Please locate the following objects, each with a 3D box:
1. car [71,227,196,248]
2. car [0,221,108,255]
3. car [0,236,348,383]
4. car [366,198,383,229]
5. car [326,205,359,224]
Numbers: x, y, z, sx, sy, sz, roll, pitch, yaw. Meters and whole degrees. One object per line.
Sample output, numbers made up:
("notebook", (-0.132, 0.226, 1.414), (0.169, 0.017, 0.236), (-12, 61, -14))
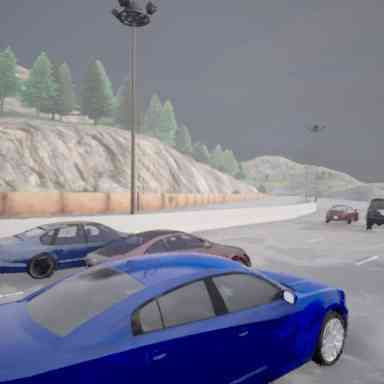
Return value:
("car", (-0.474, 1.620, 8.196), (4.181, 1.385, 1.994), (0, 0, -38))
("car", (-3.417, 1.608, 10.183), (5.357, 1.411, 2.033), (0, 0, -39))
("car", (0.006, 1.507, 4.093), (5.008, 1.535, 1.882), (1, 0, -38))
("car", (13.266, 1.415, 22.326), (2.150, 2.045, 5.566), (0, 0, 38))
("car", (12.109, 1.747, 26.724), (1.812, 1.442, 4.674), (0, 0, 36))
